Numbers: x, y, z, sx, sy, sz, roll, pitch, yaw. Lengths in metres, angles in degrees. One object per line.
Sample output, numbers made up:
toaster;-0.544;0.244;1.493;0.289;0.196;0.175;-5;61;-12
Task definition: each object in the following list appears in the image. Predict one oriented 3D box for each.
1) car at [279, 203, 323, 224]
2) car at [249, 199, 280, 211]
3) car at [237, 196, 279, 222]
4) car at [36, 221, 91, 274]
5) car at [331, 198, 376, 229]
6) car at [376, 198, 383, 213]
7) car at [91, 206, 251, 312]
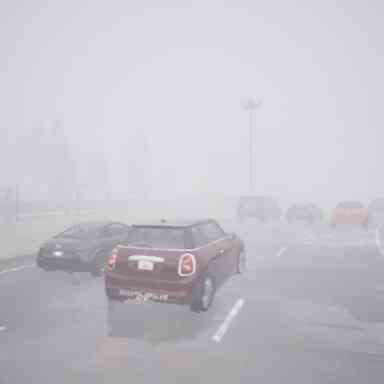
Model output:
car;8.681;1.552;25.528;2.128;1.511;4.902;0;0;33
car;9.707;1.646;44.415;1.837;1.490;4.892;-1;-1;42
car;5.590;1.304;27.254;2.150;2.045;5.566;-1;0;33
car;-2.843;1.622;10.756;1.994;1.385;4.181;0;0;21
car;10.751;1.388;22.259;2.097;1.767;4.553;0;0;33
car;19.639;1.392;34.130;2.097;1.767;4.553;0;0;40
car;-0.107;1.386;8.155;2.097;1.767;4.553;0;0;20
